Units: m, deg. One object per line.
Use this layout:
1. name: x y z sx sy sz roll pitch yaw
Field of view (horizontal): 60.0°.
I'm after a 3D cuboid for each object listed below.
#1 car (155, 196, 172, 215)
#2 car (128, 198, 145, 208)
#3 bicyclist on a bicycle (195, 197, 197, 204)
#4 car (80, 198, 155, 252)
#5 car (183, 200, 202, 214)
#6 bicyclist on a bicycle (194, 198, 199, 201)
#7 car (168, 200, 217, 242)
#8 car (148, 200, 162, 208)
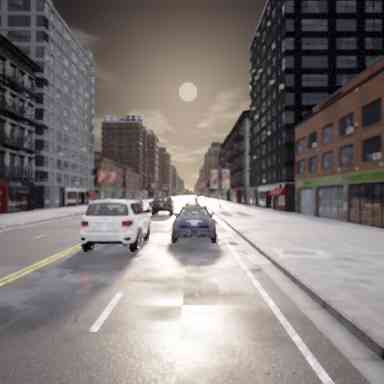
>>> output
1. car: -3.148 1.482 37.132 2.150 2.045 5.566 0 0 0
2. car: -9.785 1.905 58.776 2.128 1.511 4.902 0 0 1
3. bicyclist on a bicycle: 0.899 1.982 75.310 0.582 1.620 1.656 0 -1 0
4. car: -3.148 1.326 14.651 2.150 2.045 5.566 0 0 0
5. car: 0.096 1.770 39.648 2.128 1.511 4.902 0 0 0
6. bicyclist on a bicycle: 0.894 1.906 66.309 0.866 1.612 1.509 0 0 0
7. car: 0.103 1.472 17.126 2.097 1.767 4.553 0 0 0
8. car: -6.528 2.013 58.765 1.895 1.301 4.718 0 0 1
